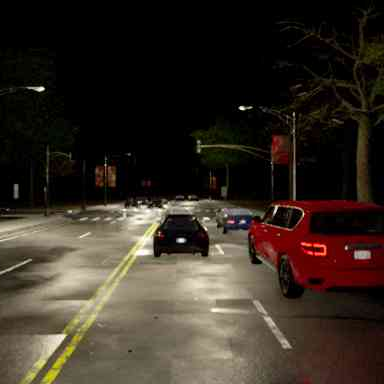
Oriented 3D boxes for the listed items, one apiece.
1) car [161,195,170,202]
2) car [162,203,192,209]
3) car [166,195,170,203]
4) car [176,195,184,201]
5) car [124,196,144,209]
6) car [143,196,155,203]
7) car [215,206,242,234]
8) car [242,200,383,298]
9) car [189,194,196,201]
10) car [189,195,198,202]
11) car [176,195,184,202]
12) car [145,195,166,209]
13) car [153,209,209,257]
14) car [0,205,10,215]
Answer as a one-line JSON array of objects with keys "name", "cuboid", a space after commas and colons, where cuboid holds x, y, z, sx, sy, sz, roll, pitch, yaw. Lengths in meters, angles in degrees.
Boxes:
[{"name": "car", "cuboid": [-6.053, 1.505, 76.874, 1.837, 1.490, 4.892, 0, 0, -2]}, {"name": "car", "cuboid": [-0.755, 1.600, 21.725, 1.895, 1.301, 4.718, 0, 0, -2]}, {"name": "car", "cuboid": [-5.575, 1.619, 61.820, 1.895, 1.301, 4.718, 0, 0, -2]}, {"name": "car", "cuboid": [-3.157, 1.479, 86.915, 1.994, 1.385, 4.181, 0, 0, -2]}, {"name": "car", "cuboid": [-8.335, 1.513, 46.764, 1.837, 1.490, 4.892, 0, 0, -2]}, {"name": "car", "cuboid": [-9.097, 1.569, 71.005, 2.033, 1.411, 5.357, 0, 0, -2]}, {"name": "car", "cuboid": [2.490, 1.546, 19.316, 2.033, 1.411, 5.357, 0, 0, -2]}, {"name": "car", "cuboid": [2.967, 1.220, 8.650, 2.150, 2.045, 5.566, 0, 0, -2]}, {"name": "car", "cuboid": [0.091, 1.404, 87.030, 1.882, 1.535, 5.008, 0, 0, -2]}, {"name": "car", "cuboid": [0.445, 1.587, 77.037, 1.994, 1.385, 4.181, 0, 0, -2]}, {"name": "car", "cuboid": [-2.804, 1.630, 76.952, 1.895, 1.301, 4.718, 0, 0, -2]}, {"name": "car", "cuboid": [-5.059, 1.512, 46.096, 1.837, 1.490, 4.892, 0, 0, -2]}, {"name": "car", "cuboid": [-0.432, 1.563, 12.953, 1.994, 1.385, 4.181, 0, 0, -2]}, {"name": "car", "cuboid": [-20.073, 1.485, 31.842, 4.892, 1.490, 1.837, 0, 0, -3]}]
